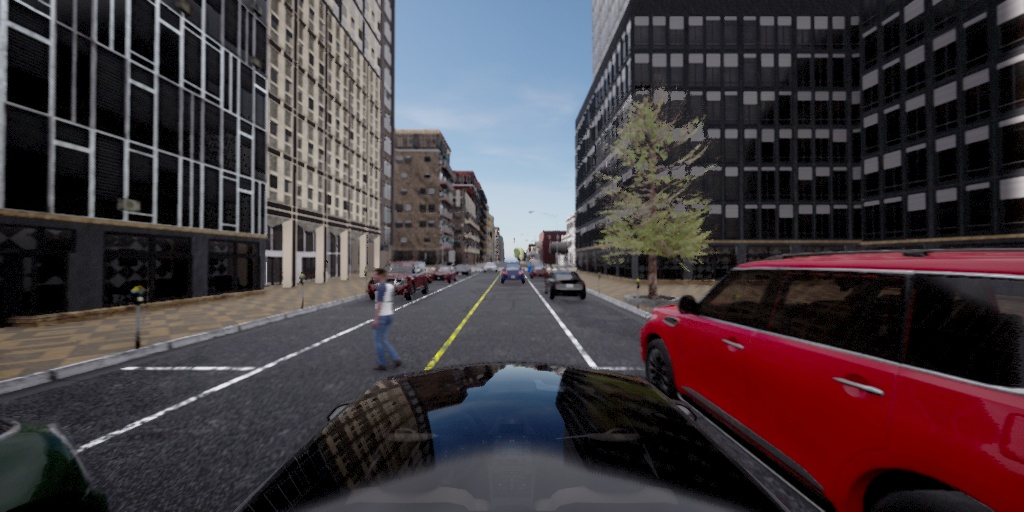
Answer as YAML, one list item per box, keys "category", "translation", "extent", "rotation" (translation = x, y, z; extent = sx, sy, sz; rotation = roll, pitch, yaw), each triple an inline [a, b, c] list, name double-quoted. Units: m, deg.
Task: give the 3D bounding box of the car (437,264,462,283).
- category: "car"
  translation: [-5.689, 1.490, 30.010]
  extent: [1.888, 1.381, 4.507]
  rotation: [0, 0, 0]

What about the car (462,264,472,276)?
- category: "car"
  translation: [-5.688, 1.593, 41.387]
  extent: [1.948, 1.339, 4.313]
  rotation: [0, 0, 0]

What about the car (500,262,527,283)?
- category: "car"
  translation: [0.088, 1.471, 30.027]
  extent: [1.812, 1.442, 4.674]
  rotation: [0, -1, 0]

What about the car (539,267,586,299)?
- category: "car"
  translation: [2.659, 1.430, 18.606]
  extent: [1.948, 1.339, 4.313]
  rotation: [0, 0, 0]

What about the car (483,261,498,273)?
- category: "car"
  translation: [-3.041, 1.621, 50.542]
  extent: [1.812, 1.442, 4.674]
  rotation: [0, 0, 1]

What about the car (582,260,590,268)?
- category: "car"
  translation: [14.923, 1.533, 62.244]
  extent: [5.009, 1.841, 2.192]
  rotation: [0, 0, 0]

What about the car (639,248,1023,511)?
- category: "car"
  translation: [3.000, 0.984, 3.085]
  extent: [2.150, 2.045, 5.566]
  rotation: [0, 0, 0]

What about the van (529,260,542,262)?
- category: "van"
  translation: [2.659, 1.368, 41.361]
  extent: [1.690, 1.789, 3.998]
  rotation: [0, 0, 0]

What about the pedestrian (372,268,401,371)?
- category: "pedestrian"
  translation: [-2.272, 1.075, 6.344]
  extent: [0.375, 1.860, 0.375]
  rotation: [0, -1, 0]

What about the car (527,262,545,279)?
- category: "car"
  translation: [2.659, 1.568, 35.672]
  extent: [1.802, 1.307, 4.207]
  rotation: [0, 0, 0]

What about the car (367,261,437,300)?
- category: "car"
  translation: [-5.689, 1.179, 18.632]
  extent: [2.192, 1.841, 5.009]
  rotation: [0, 0, 0]
